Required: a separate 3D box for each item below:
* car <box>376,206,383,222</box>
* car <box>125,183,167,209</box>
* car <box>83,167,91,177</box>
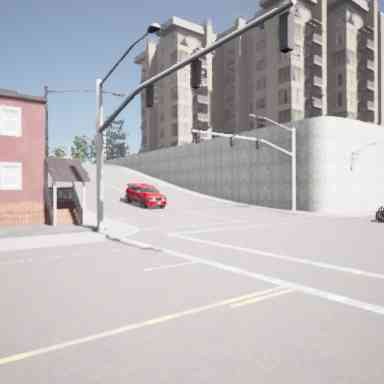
[{"bbox_3d":[14.584,1.158,22.839,4.553,1.767,2.097,-1,0,-35],"label":"car"},{"bbox_3d":[-4.487,0.307,31.735,2.150,2.045,5.566,-1,7,-36],"label":"car"},{"bbox_3d":[-16.219,-3.023,48.087,1.895,1.301,4.718,0,13,-35],"label":"car"}]
